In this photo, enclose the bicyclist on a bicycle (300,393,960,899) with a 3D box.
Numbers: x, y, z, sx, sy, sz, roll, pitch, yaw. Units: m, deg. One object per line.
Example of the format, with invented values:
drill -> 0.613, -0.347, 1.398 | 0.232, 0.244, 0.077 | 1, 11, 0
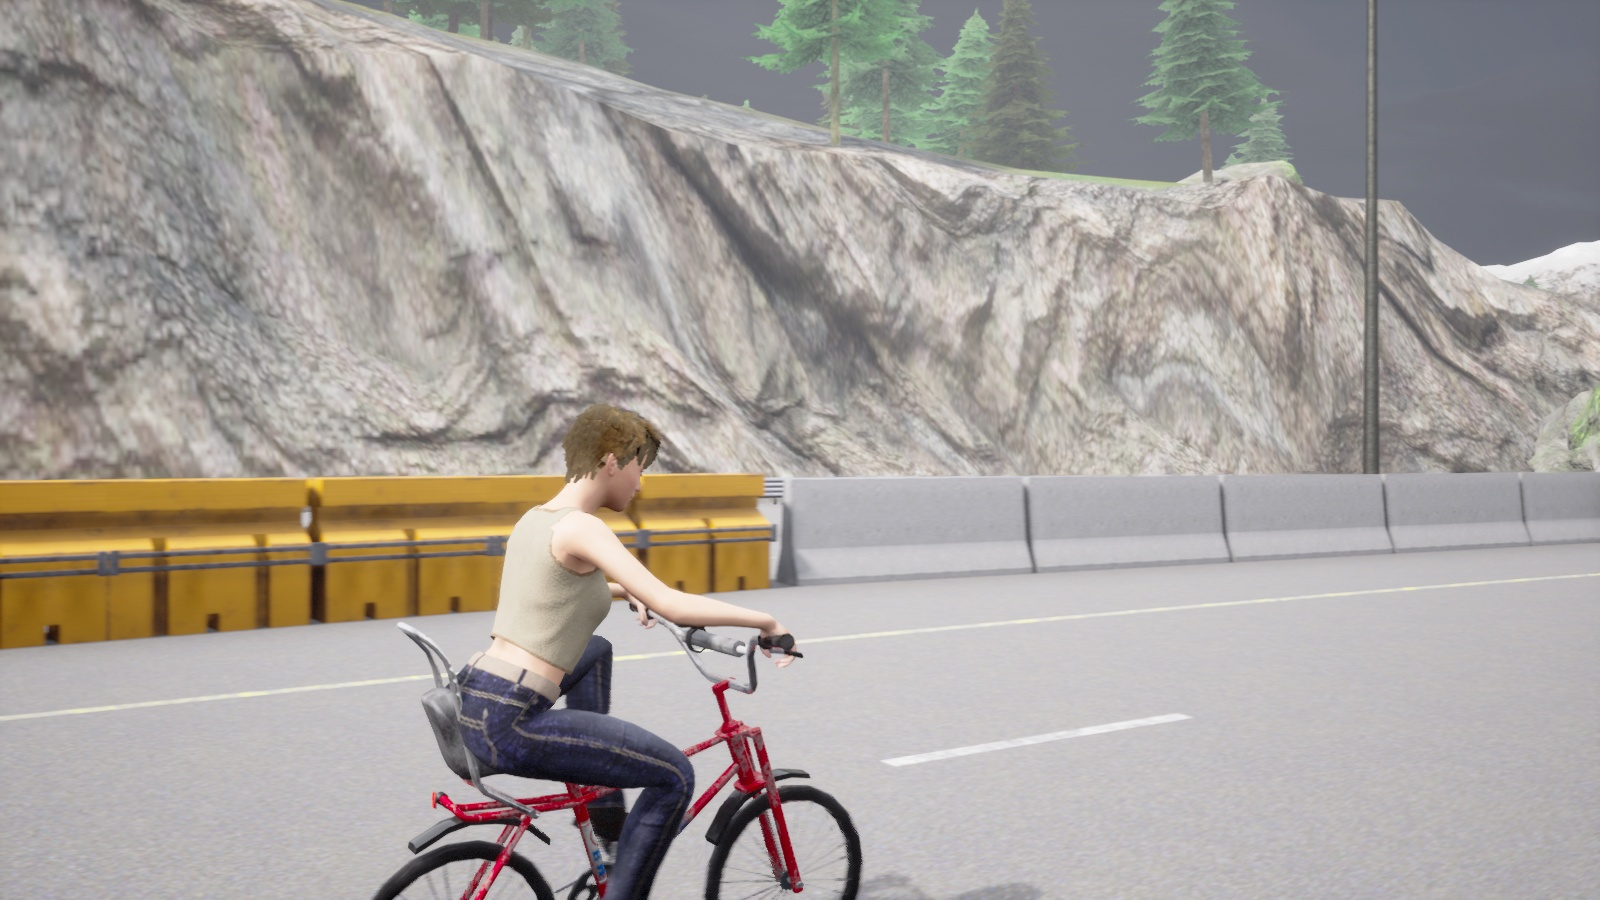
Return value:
bicyclist on a bicycle -> -0.436, 0.690, 3.333 | 1.509, 1.612, 0.866 | 0, 0, -34
